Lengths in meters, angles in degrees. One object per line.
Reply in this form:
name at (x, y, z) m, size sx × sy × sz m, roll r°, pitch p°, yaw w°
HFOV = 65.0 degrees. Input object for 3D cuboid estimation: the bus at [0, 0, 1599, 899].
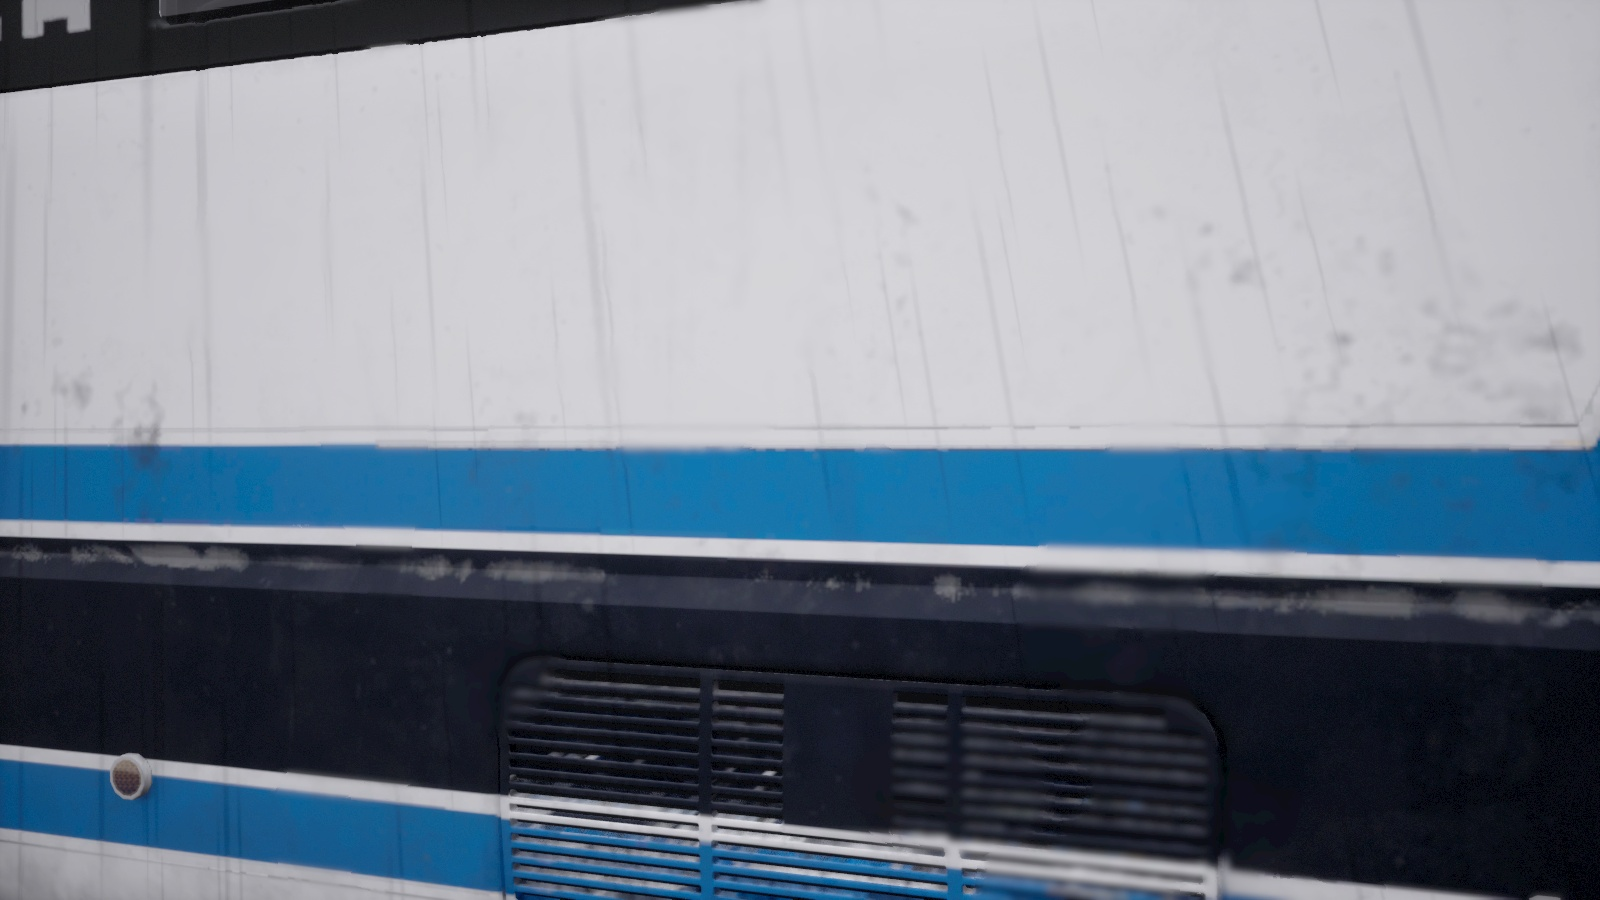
bus at (-0.127, -0.610, 3.748) m, size 10.273 × 4.253 × 3.944 m, roll 1°, pitch 1°, yaw 19°
